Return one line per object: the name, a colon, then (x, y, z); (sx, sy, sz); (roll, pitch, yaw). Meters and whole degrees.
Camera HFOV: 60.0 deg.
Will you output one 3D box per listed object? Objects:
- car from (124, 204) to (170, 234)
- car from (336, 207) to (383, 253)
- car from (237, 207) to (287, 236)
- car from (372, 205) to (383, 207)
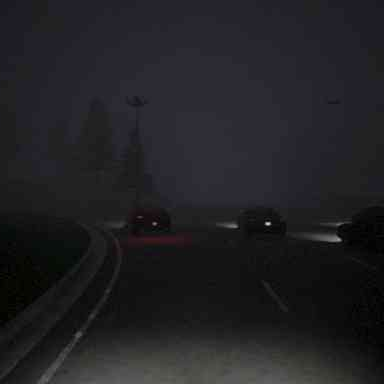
car: (-2.579, 1.376, 18.498); (1.882, 1.535, 5.008); (0, 0, -18)
car: (7.099, 1.482, 11.820); (2.033, 1.411, 5.357); (0, 0, 0)
car: (3.600, 1.467, 17.752); (1.994, 1.385, 4.181); (0, 0, 0)
car: (10.587, 1.426, 18.242); (1.812, 1.442, 4.674); (0, 0, 0)
